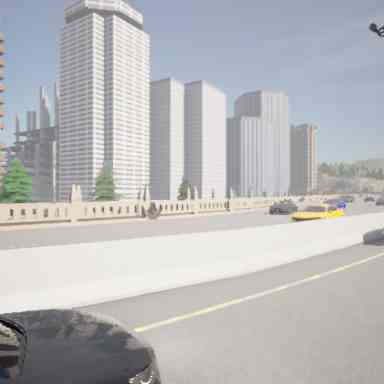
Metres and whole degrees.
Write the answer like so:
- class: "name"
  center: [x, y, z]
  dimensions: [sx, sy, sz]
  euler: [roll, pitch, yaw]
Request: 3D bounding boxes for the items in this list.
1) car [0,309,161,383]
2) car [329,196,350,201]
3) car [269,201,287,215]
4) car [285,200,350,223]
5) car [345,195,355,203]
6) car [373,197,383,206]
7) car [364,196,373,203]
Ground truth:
- class: "car"
  center: [-2.516, 1.512, 2.121]
  dimensions: [4.892, 1.490, 1.837]
  euler: [0, 0, -35]
- class: "car"
  center: [16.160, 1.520, 37.598]
  dimensions: [1.882, 1.535, 5.008]
  euler: [0, 0, 33]
- class: "car"
  center: [9.405, 1.607, 33.909]
  dimensions: [1.994, 1.385, 4.181]
  euler: [0, 0, 35]
- class: "car"
  center: [8.088, 1.503, 21.165]
  dimensions: [1.882, 1.535, 5.008]
  euler: [0, 0, 42]
- class: "car"
  center: [32.537, 1.425, 69.239]
  dimensions: [2.097, 1.767, 4.553]
  euler: [0, 0, 33]
- class: "car"
  center: [31.164, 1.578, 54.270]
  dimensions: [1.812, 1.442, 4.674]
  euler: [0, 0, 33]
- class: "car"
  center: [38.418, 1.580, 71.898]
  dimensions: [1.994, 1.385, 4.181]
  euler: [0, 0, 33]
